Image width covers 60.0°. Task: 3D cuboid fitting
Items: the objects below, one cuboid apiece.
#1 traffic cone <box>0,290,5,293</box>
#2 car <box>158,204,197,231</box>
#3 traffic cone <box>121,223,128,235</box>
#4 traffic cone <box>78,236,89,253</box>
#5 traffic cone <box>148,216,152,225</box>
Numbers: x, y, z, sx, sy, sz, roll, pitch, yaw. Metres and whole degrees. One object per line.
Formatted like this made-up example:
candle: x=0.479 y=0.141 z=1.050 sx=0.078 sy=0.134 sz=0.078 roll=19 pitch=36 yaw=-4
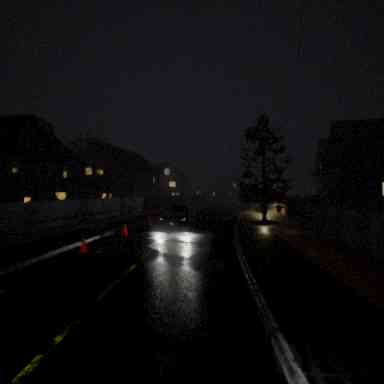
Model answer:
traffic cone: x=-4.412 y=1.948 z=7.384 sx=0.340 sy=0.580 sz=0.340 roll=0 pitch=0 yaw=3
car: x=-0.821 y=1.517 z=20.985 sx=1.812 sy=1.442 sz=4.674 roll=0 pitch=0 yaw=8
traffic cone: x=-3.536 y=1.948 z=17.504 sx=0.340 sy=0.580 sz=0.340 roll=0 pitch=0 yaw=7
traffic cone: x=-4.055 y=1.949 z=12.452 sx=0.340 sy=0.580 sz=0.340 roll=0 pitch=0 yaw=5
traffic cone: x=-2.857 y=1.944 z=22.538 sx=0.340 sy=0.580 sz=0.340 roll=0 pitch=0 yaw=9
